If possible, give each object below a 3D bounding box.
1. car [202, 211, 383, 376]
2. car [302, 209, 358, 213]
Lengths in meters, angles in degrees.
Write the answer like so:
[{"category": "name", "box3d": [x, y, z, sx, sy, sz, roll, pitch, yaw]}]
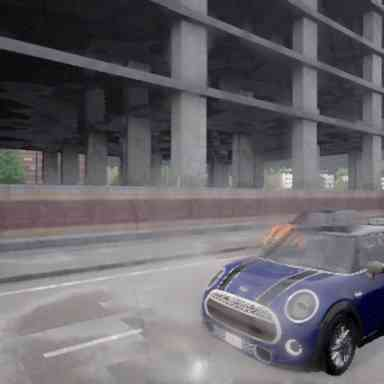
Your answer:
[{"category": "car", "box3d": [2.359, 1.383, 5.754, 4.553, 1.767, 2.097, 0, 0, -36]}, {"category": "car", "box3d": [4.574, 1.413, 11.727, 4.553, 1.767, 2.097, 0, 0, -36]}]
